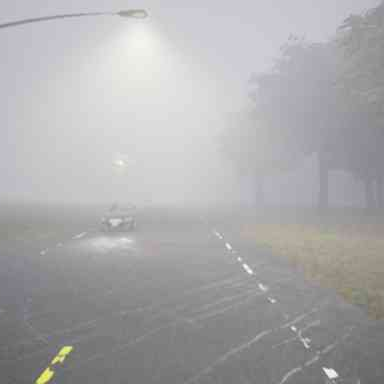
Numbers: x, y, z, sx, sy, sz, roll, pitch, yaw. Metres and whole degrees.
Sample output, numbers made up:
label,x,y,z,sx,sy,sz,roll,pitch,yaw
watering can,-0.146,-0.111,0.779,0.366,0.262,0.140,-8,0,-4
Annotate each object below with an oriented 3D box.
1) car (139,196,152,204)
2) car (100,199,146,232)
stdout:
label,x,y,z,sx,sy,sz,roll,pitch,yaw
car,-8.176,1.377,60.174,1.882,1.535,5.008,0,0,-8
car,-4.180,1.436,19.995,2.128,1.511,4.902,0,0,-3
